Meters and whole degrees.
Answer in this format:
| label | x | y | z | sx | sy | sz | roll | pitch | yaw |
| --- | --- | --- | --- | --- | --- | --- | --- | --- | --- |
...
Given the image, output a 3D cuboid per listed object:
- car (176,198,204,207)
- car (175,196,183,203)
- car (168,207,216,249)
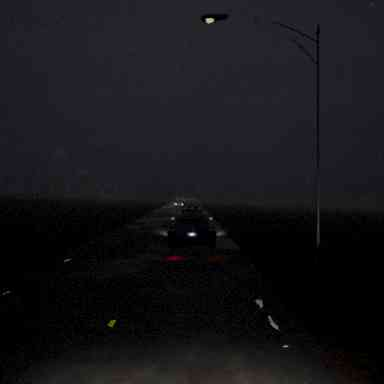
| label | x | y | z | sx | sy | sz | roll | pitch | yaw |
| --- | --- | --- | --- | --- | --- | --- | --- | --- | --- |
| car | 0.000 | 1.567 | 29.661 | 2.128 | 1.511 | 4.902 | 0 | 0 | 0 |
| car | -2.750 | 1.710 | 74.743 | 1.882 | 1.535 | 5.008 | 0 | 0 | 0 |
| car | 0.000 | 1.592 | 14.655 | 1.994 | 1.385 | 4.181 | 0 | 0 | 0 |
